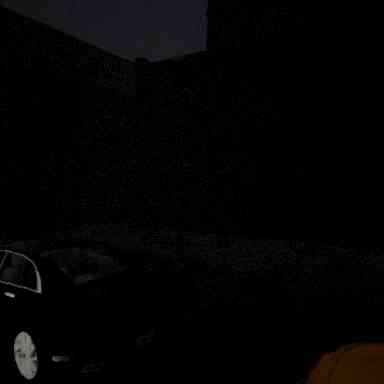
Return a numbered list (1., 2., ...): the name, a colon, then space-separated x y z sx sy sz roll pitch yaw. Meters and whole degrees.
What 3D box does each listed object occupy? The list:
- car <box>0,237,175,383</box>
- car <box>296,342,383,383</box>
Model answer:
1. car: -2.506 1.490 5.392 4.892 1.521 2.231 0 0 36
2. car: 3.053 1.474 1.352 5.366 1.575 1.946 0 0 36
